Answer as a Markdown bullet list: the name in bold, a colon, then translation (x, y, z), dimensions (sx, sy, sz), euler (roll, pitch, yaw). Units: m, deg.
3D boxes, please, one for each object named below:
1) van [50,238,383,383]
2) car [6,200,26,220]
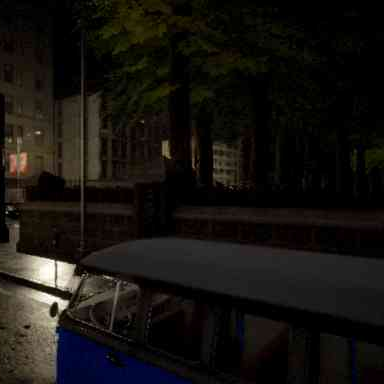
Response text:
- **van**: translation (0.648, 1.340, 2.391), dimensions (3.998, 1.788, 1.690), euler (0, 0, 35)
- **car**: translation (-12.149, 1.172, 26.996), dimensions (2.150, 2.045, 5.566), euler (0, 0, 35)
